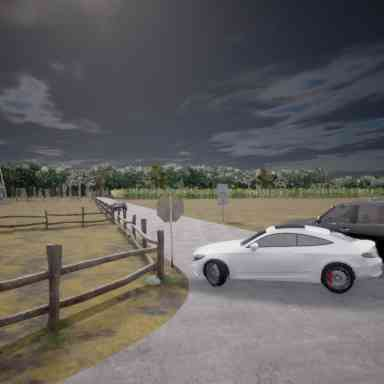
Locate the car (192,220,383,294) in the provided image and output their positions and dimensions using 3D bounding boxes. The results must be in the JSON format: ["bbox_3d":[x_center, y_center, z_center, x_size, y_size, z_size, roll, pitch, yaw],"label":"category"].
[{"bbox_3d":[2.299,1.612,8.709,4.674,1.442,1.812,-2,0,17],"label":"car"}]

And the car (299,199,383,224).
[{"bbox_3d":[5.103,1.225,9.799,2.150,2.045,5.566,-2,0,-39],"label":"car"}]

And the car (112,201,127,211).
[{"bbox_3d":[-10.795,1.979,49.473,2.033,1.411,5.357,-2,0,-18],"label":"car"}]
